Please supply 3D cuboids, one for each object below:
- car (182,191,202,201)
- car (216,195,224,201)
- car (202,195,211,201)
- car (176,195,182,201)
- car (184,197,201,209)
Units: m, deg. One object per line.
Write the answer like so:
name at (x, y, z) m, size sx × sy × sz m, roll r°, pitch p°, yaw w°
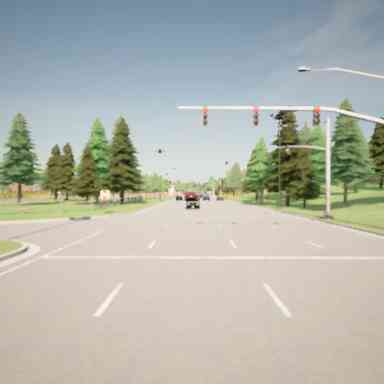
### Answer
car at (0.048, 0.578, 45.240) m, size 1.812 × 1.442 × 4.674 m, roll -1°, pitch -5°, yaw 4°
car at (7.250, 1.589, 86.508) m, size 2.128 × 1.511 × 4.902 m, roll 0°, pitch 0°, yaw 0°
car at (3.750, 1.588, 86.518) m, size 1.812 × 1.442 × 4.674 m, roll 0°, pitch 0°, yaw 0°
car at (-3.250, 1.542, 86.539) m, size 1.882 × 1.535 × 5.008 m, roll 0°, pitch 0°, yaw 0°
car at (0.133, 1.685, 45.117) m, size 1.895 × 1.301 × 4.718 m, roll 0°, pitch -1°, yaw 0°
